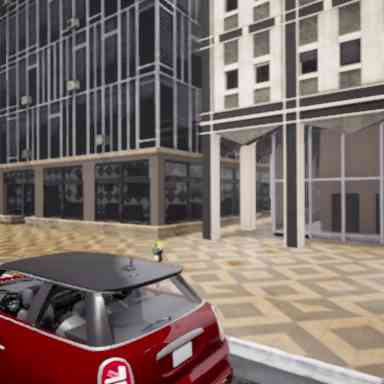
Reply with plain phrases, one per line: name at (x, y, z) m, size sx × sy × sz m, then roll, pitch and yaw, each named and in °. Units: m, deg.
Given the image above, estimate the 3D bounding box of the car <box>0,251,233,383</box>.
car at (-1.663, 1.464, 4.060) m, size 4.097 × 1.590 × 1.967 m, roll 0°, pitch 0°, yaw 35°
